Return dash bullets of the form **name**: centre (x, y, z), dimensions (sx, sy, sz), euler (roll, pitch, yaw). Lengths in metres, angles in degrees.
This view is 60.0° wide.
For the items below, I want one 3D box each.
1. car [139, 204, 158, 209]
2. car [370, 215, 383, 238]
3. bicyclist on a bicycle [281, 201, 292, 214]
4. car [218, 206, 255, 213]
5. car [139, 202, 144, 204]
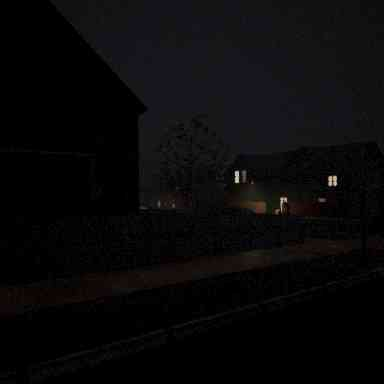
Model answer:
- **car**: centre (-4.821, 2.411, 39.373), dimensions (1.895, 1.301, 4.718), euler (-1, -1, -35)
- **car**: centre (11.499, 1.648, 16.473), dimensions (1.837, 1.490, 4.892), euler (-1, -1, -36)
- **bicyclist on a bicycle**: centre (8.681, 1.667, 30.491), dimensions (1.656, 1.620, 0.582), euler (-1, 0, -36)
- **car**: centre (3.863, 1.961, 27.179), dimensions (1.837, 1.490, 4.892), euler (-1, -1, -35)
- **car**: centre (-8.389, 2.364, 49.420), dimensions (2.097, 1.767, 4.553), euler (-1, 0, -34)
